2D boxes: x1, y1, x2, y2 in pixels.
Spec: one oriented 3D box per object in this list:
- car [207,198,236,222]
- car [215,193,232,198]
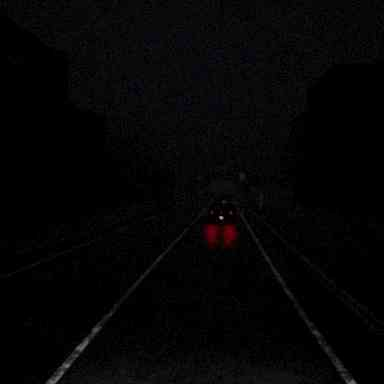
[{"bbox_3d":[2.157,1.369,24.070,1.895,1.301,4.718,1,1,6],"label":"car"},{"bbox_3d":[3.927,0.898,41.498,2.128,1.511,4.902,1,1,6],"label":"car"}]
